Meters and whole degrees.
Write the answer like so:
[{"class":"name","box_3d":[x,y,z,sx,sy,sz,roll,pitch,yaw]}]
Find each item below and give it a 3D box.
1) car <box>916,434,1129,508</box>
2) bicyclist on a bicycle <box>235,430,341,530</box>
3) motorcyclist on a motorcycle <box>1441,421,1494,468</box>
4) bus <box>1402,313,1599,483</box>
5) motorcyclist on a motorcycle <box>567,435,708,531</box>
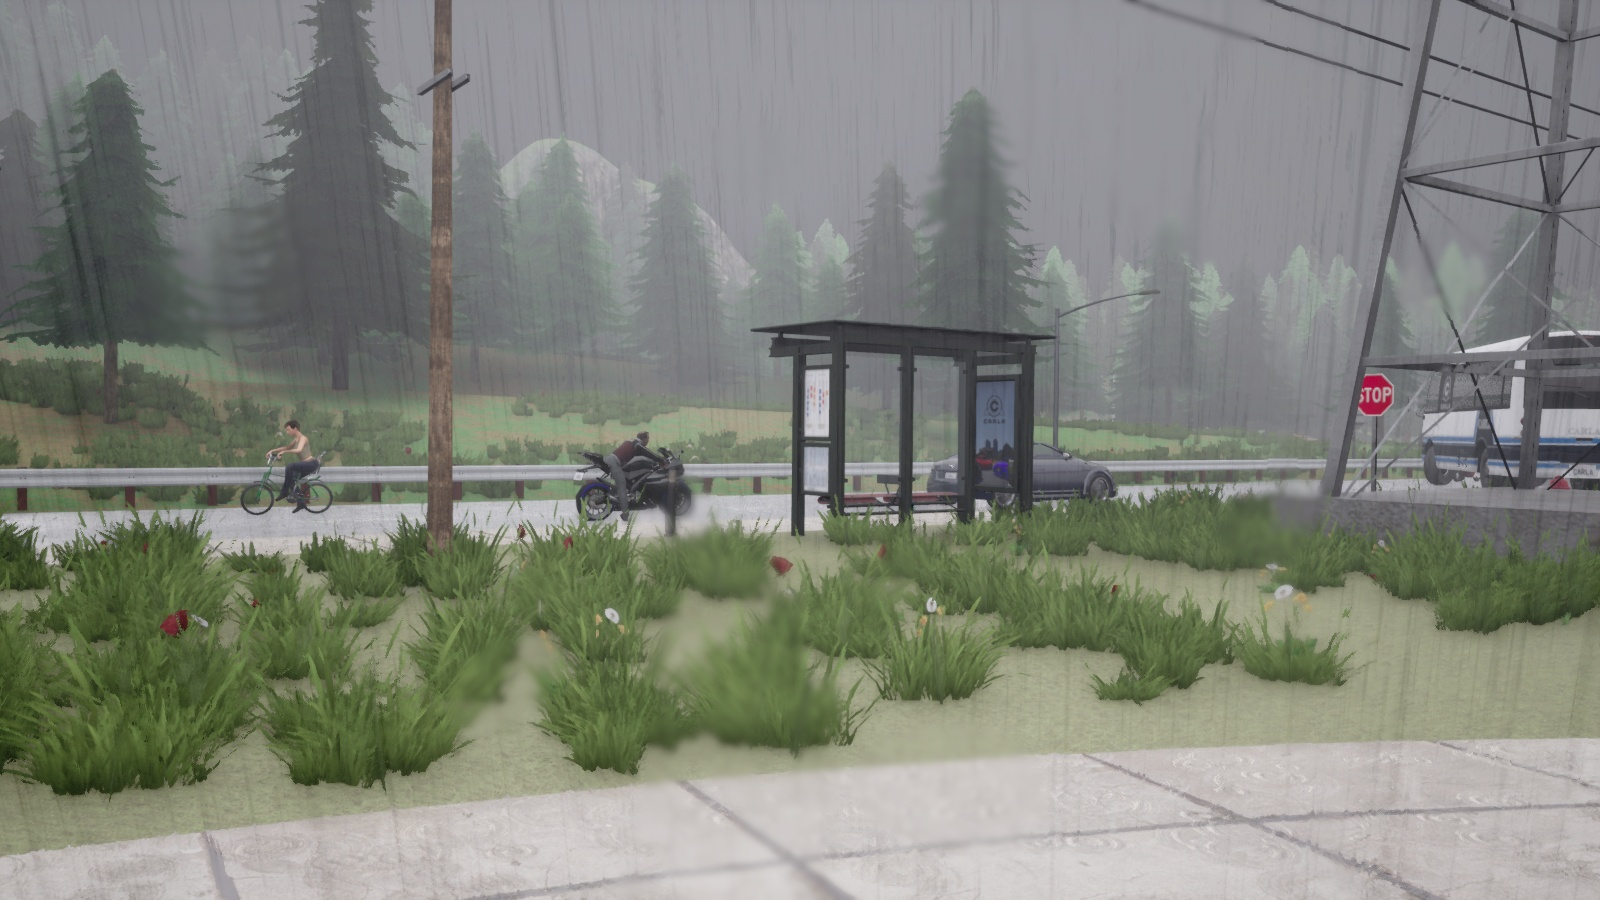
[{"class":"car","box_3d":[4.695,0.383,26.325,4.181,1.385,1.994,-1,1,-34]},{"class":"bicyclist on a bicycle","box_3d":[-8.697,0.481,21.338,1.509,1.612,0.866,-1,1,-34]},{"class":"motorcyclist on a motorcycle","box_3d":[22.955,-0.199,43.160,1.817,1.590,0.866,-1,1,-35]},{"class":"bus","box_3d":[20.869,-1.400,36.621,3.944,4.253,10.273,0,1,14]},{"class":"motorcyclist on a motorcycle","box_3d":[-2.729,0.518,21.208,2.191,1.530,0.866,-1,1,-35]}]
